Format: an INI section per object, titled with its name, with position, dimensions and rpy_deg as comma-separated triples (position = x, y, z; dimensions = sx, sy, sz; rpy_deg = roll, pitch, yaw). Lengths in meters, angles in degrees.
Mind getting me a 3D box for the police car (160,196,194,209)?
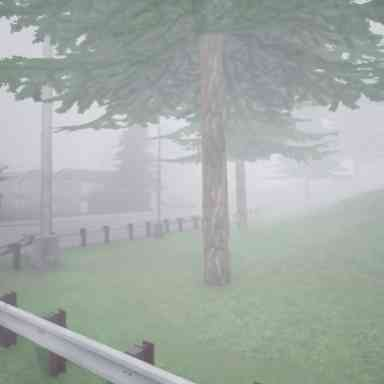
[police car]
position = -1.904, 1.307, 42.240
dimensions = 4.974, 1.542, 2.038
rpy_deg = 1, 0, 44
